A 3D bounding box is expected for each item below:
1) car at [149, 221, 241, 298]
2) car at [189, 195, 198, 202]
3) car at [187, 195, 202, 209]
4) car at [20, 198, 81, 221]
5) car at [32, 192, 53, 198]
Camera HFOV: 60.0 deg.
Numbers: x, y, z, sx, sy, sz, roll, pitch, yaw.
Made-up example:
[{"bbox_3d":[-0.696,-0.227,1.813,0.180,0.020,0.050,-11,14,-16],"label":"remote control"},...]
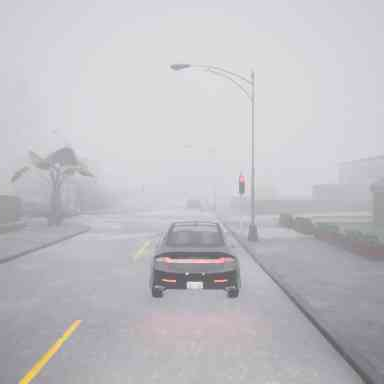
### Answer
[{"bbox_3d":[0.086,1.492,8.505,2.128,1.511,4.902,0,0,1],"label":"car"},{"bbox_3d":[0.327,1.474,77.914,1.882,1.535,5.008,0,0,0],"label":"car"},{"bbox_3d":[0.298,1.491,44.304,2.128,1.511,4.902,0,0,0],"label":"car"},{"bbox_3d":[-11.549,1.492,26.817,4.902,1.511,2.128,0,0,-3],"label":"car"},{"bbox_3d":[-19.580,0.986,42.969,1.905,1.878,3.866,0,0,35],"label":"car"}]
